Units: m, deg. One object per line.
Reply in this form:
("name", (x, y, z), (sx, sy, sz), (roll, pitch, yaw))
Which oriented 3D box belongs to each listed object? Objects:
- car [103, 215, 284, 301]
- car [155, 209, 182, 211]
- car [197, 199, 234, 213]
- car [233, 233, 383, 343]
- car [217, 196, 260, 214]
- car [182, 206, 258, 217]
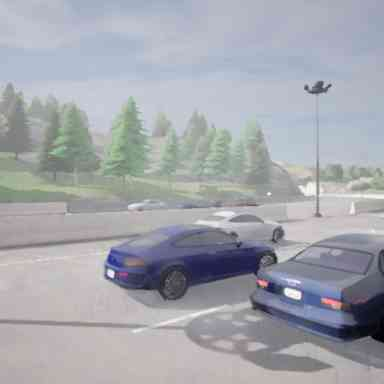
("car", (0.142, 1.530, 8.337), (4.674, 1.442, 1.812), (0, 0, -37))
("car", (-0.698, 1.579, 25.816), (4.181, 1.385, 1.994), (0, 0, -40))
("car", (2.753, 1.576, 38.242), (4.181, 1.385, 1.994), (0, 0, -43))
("car", (3.475, 1.543, 6.443), (5.357, 1.411, 2.033), (0, 0, -38))
("car", (5.019, 1.356, 35.572), (4.553, 1.767, 2.097), (0, 0, -43))
("car", (1.976, 1.528, 14.195), (4.674, 1.442, 1.812), (0, 0, -38))
